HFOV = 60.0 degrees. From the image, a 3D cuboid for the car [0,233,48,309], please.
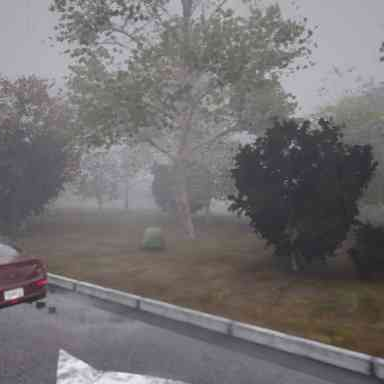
[{"bbox_3d":[-4.792,1.502,6.793,4.674,1.442,1.812,0,0,36],"label":"car"}]
